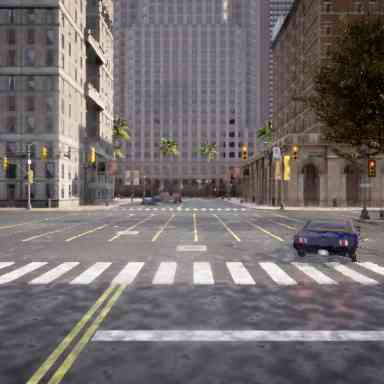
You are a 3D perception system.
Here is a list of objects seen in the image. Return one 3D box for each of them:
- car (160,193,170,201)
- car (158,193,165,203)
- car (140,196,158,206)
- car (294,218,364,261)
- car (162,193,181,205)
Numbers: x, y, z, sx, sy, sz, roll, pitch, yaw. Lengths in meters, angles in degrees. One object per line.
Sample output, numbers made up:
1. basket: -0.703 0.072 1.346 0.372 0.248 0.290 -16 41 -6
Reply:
1. car: -6.909 1.179 84.882 2.150 2.045 5.566 0 0 0
2. car: -7.043 1.539 69.212 2.033 1.411 5.357 0 0 0
3. car: -7.193 1.525 54.435 1.812 1.442 4.674 0 0 0
4. car: 5.224 1.601 12.408 1.895 1.301 4.718 0 0 29
5. car: -3.675 1.490 60.439 2.128 1.511 4.902 0 0 0
